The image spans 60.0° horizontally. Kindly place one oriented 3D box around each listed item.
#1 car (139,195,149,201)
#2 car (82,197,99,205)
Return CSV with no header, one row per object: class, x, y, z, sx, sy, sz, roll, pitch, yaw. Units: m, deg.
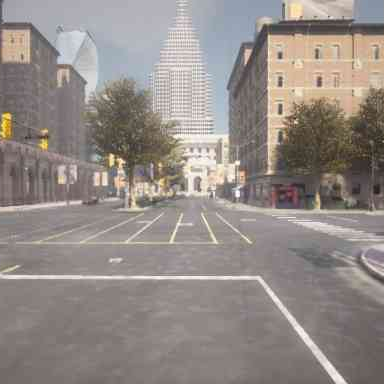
car,-11.500,1.491,80.091,1.837,1.490,4.892,0,0,0
car,-18.249,1.592,59.832,1.895,1.301,4.718,0,0,0
